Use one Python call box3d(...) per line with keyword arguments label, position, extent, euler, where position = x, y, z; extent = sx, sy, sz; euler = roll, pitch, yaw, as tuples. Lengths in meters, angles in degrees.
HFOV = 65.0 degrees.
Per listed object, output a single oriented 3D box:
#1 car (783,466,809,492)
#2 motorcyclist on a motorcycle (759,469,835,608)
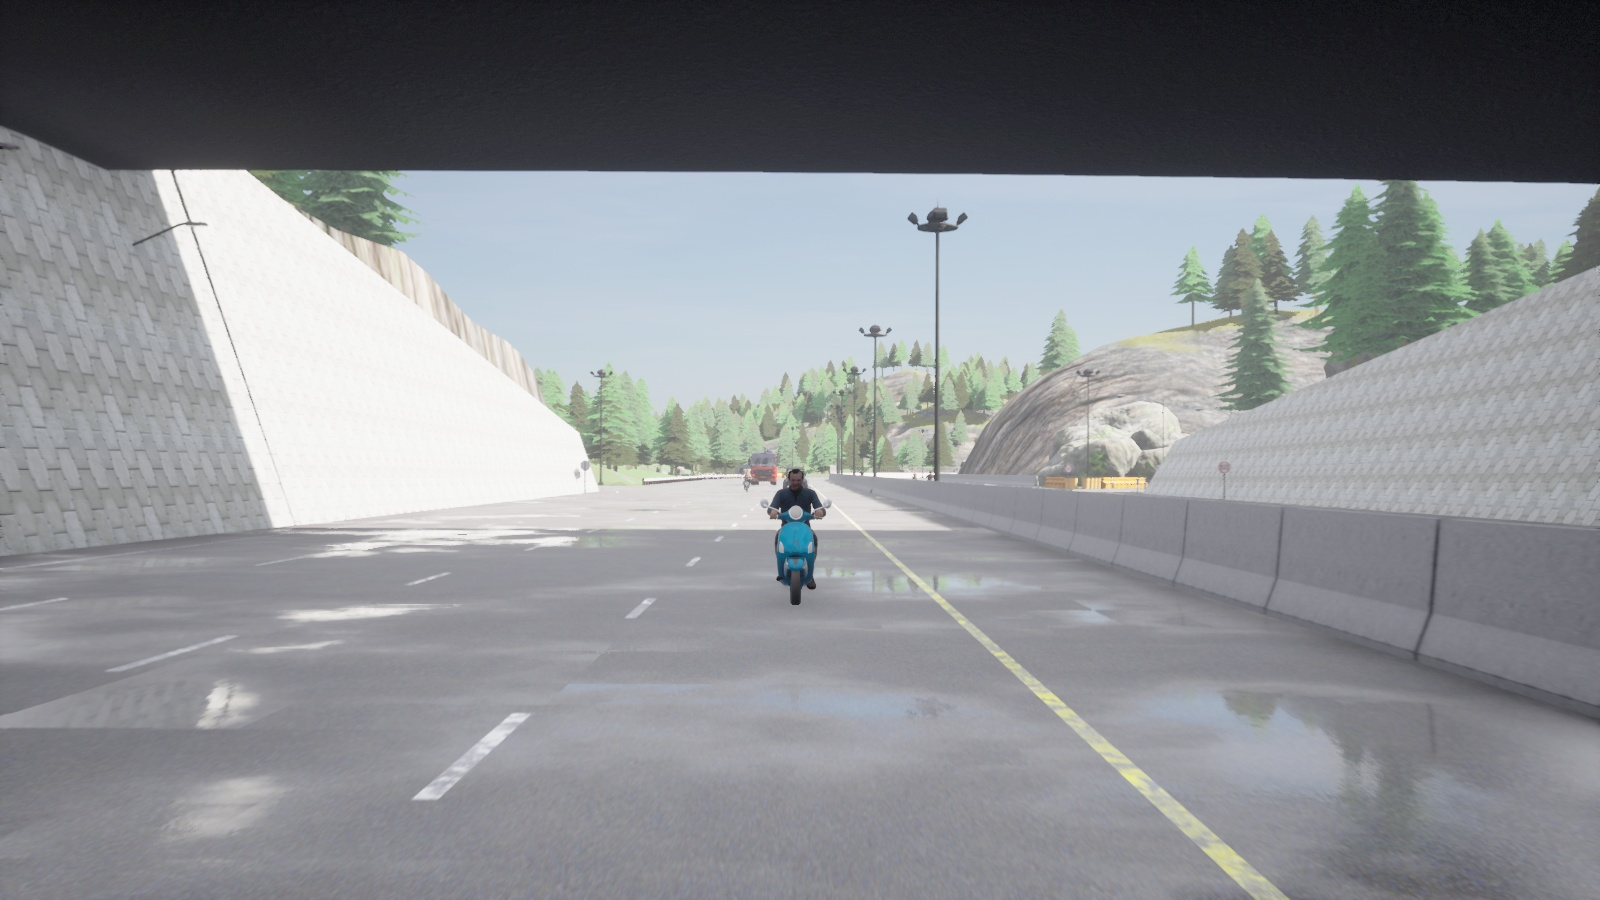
box3d(label="car", position=(-0.321, 2.184, 93.946), extent=(1.905, 1.878, 3.866), euler=(0, -1, 0))
box3d(label="motorcyclist on a motorcycle", position=(-0.041, 1.024, 15.249), extent=(0.866, 1.590, 1.817), euler=(0, -1, 0))
